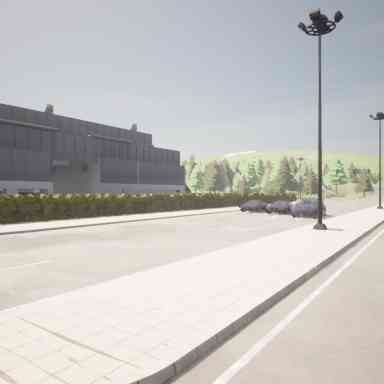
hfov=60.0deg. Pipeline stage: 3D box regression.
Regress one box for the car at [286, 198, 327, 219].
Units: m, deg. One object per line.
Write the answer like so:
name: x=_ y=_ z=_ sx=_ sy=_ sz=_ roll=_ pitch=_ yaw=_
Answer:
car: x=10.299 y=1.352 z=29.234 sx=2.097 sy=1.767 sz=4.553 roll=0 pitch=0 yaw=35

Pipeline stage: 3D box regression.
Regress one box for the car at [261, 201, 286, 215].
car: x=9.006 y=1.564 z=33.490 sx=1.994 sy=1.385 sz=4.181 roll=0 pitch=0 yaw=35

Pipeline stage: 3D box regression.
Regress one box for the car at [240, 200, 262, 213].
car: x=6.951 y=1.564 z=36.658 sx=1.994 sy=1.385 sz=4.181 roll=0 pitch=0 yaw=35
